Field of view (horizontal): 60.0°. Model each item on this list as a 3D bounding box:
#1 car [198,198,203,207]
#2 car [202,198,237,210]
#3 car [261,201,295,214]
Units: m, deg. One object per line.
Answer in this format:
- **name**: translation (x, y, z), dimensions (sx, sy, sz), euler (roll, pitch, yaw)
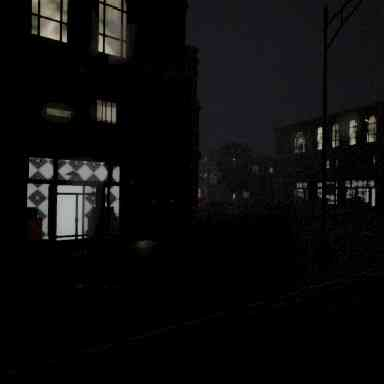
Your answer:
- **car**: translation (1.327, 1.619, 52.106), dimensions (1.887, 1.381, 4.507), euler (1, -1, -27)
- **car**: translation (3.639, 1.632, 42.288), dimensions (1.895, 1.301, 4.718), euler (1, 0, -27)
- **car**: translation (9.404, 1.622, 36.630), dimensions (2.008, 1.369, 4.403), euler (1, -1, -27)
